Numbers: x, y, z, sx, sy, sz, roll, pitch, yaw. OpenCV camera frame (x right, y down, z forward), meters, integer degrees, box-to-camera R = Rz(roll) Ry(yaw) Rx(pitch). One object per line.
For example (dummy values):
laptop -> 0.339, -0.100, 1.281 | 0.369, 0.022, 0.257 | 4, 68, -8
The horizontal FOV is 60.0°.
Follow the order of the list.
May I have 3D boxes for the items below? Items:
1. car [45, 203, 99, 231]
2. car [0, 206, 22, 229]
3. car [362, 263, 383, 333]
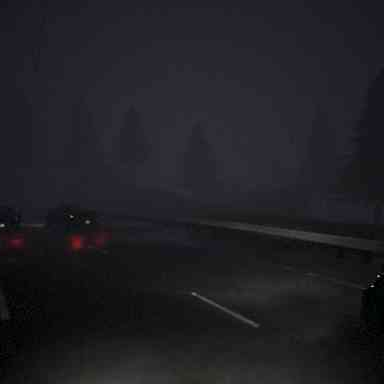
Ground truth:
car -> -7.004, 1.373, 19.331 | 1.812, 1.442, 4.674 | 0, 1, -40
car -> -11.511, 1.450, 19.203 | 1.895, 1.301, 4.718 | 0, 1, -42
car -> 4.427, 1.196, 2.793 | 2.150, 2.045, 5.566 | 0, 0, -28
